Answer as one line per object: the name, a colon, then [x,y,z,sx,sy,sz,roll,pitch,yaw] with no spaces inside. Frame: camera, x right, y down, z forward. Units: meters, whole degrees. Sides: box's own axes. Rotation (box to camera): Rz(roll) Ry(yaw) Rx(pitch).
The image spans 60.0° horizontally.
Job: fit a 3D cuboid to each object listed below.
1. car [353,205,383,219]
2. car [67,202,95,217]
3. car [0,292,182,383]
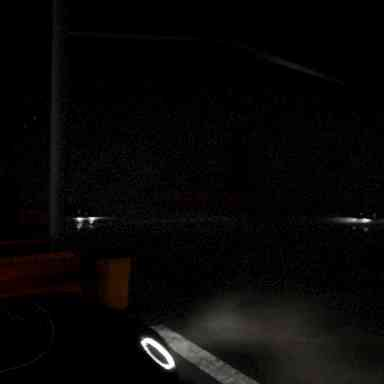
car: [18.545,2.024,34.427,4.181,1.385,1.994,1,-1,-35]
car: [-11.637,1.682,34.025,2.033,1.411,5.357,1,-1,-36]
car: [-2.250,1.344,2.315,4.553,1.767,2.097,1,-1,-37]
